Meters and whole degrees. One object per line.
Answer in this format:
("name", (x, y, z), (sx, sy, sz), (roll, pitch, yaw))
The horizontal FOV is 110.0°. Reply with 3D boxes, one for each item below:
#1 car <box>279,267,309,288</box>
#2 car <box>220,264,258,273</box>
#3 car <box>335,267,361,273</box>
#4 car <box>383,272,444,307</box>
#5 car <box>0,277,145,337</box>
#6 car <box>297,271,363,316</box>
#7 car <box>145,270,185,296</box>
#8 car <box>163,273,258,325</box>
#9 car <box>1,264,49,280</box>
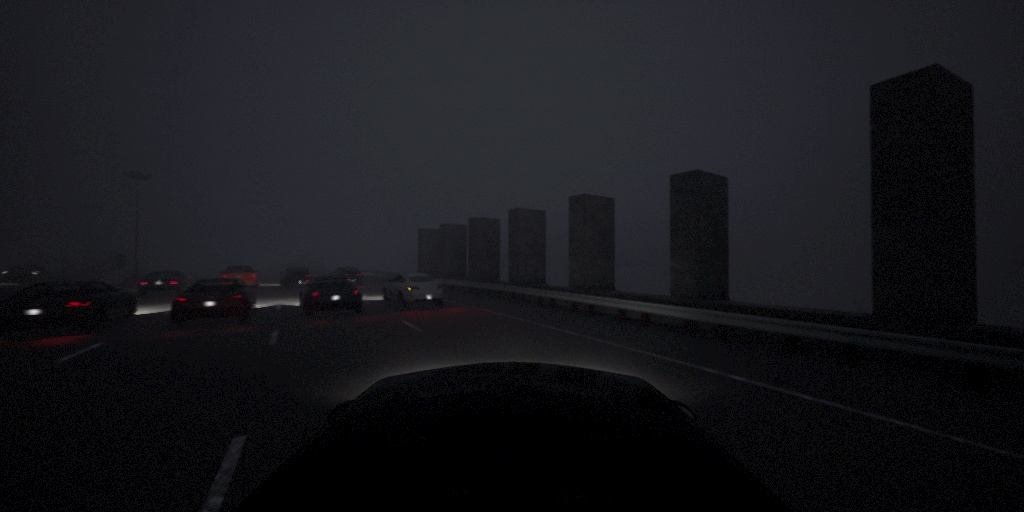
("car", (-16.532, 1.613, 27.519), (1.837, 1.490, 4.892), (1, -1, -37))
("car", (-19.291, 1.423, 25.367), (2.097, 1.767, 4.553), (1, -1, -37))
("car", (-13.707, 1.647, 29.584), (1.837, 1.490, 4.892), (1, -1, -37))
("car", (-4.671, 1.490, 16.809), (1.812, 1.442, 4.674), (1, -1, -32))
("car", (-13.366, 1.432, 10.918), (1.994, 1.385, 4.181), (1, -1, -32))
("car", (-7.432, 1.495, 14.629), (1.994, 1.385, 4.181), (1, -1, -33))
("car", (-20.854, 1.563, 21.643), (2.033, 1.411, 5.357), (1, -1, -37))
("car", (-10.390, 1.463, 12.758), (1.994, 1.385, 4.181), (1, -1, -32))
("car", (-44.785, 1.504, 33.082), (2.097, 1.767, 4.553), (1, -1, -45))
